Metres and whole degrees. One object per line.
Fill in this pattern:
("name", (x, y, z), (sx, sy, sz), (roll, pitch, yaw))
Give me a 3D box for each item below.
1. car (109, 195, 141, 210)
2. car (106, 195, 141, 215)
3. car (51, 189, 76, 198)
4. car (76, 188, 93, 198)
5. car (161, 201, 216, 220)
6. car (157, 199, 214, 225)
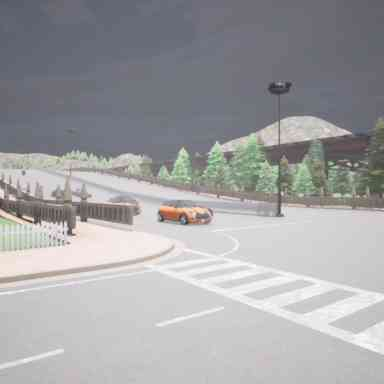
("car", (-8.067, 1.214, 39.682), (1.837, 1.490, 4.892), (0, 3, -37))
("car", (-6.690, 1.299, 32.071), (2.097, 1.767, 4.553), (0, 1, -37))
("car", (-18.983, 0.261, 48.413), (1.895, 1.301, 4.718), (0, 6, -37))
("car", (-16.967, 0.118, 51.572), (1.895, 1.301, 4.718), (0, 6, -36))
("car", (-0.429, 1.538, 29.618), (2.033, 1.411, 5.357), (0, 0, -37))
("car", (-0.606, 1.351, 24.069), (2.097, 1.767, 4.553), (0, 0, -37))
